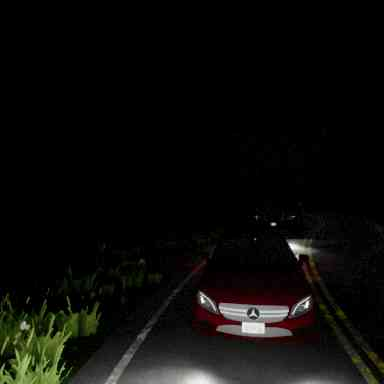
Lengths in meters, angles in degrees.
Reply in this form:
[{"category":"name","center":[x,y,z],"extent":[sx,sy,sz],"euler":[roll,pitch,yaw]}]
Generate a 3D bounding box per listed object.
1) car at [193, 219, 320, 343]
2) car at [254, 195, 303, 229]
[{"category":"car","center":[1.232,1.534,6.679],"extent":[1.812,1.442,4.674],"euler":[-1,0,11]},{"category":"car","center":[5.007,1.215,18.849],"extent":[2.150,2.045,5.566],"euler":[-2,-1,22]}]
